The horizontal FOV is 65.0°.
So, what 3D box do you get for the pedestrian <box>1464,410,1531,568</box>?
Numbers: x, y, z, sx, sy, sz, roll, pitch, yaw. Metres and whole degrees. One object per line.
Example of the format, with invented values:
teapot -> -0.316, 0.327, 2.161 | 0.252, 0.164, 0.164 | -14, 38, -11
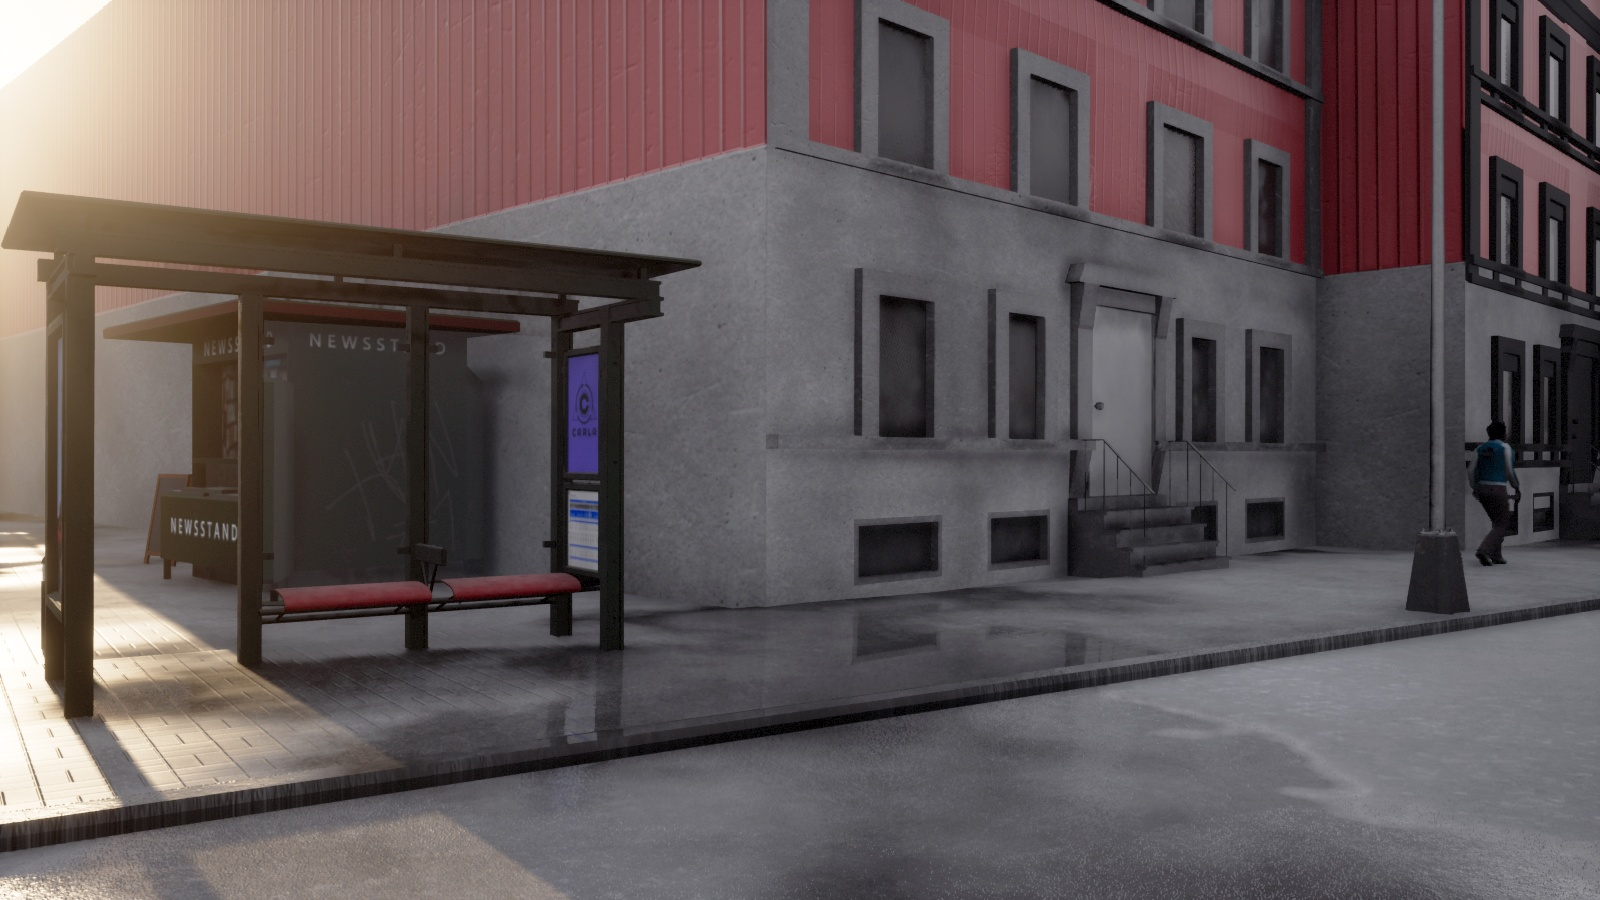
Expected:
pedestrian -> 8.719, 0.474, 15.705 | 0.692, 1.930, 0.396 | 0, 0, -25
